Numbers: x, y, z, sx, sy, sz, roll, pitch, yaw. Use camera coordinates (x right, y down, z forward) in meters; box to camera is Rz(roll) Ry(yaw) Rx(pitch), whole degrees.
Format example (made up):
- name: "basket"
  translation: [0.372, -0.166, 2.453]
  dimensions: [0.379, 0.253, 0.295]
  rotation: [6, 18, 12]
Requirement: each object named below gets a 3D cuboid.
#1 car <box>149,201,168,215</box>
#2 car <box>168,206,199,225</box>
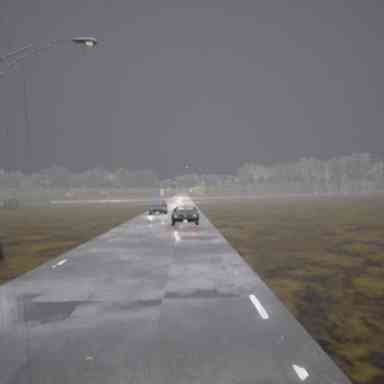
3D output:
- name: "car"
  translation: [-3.498, 1.637, 35.740]
  dimensions: [2.033, 1.411, 5.357]
  rotation: [-1, 0, -1]
- name: "car"
  translation: [-0.493, 1.640, 24.303]
  dimensions: [1.895, 1.301, 4.718]
  rotation: [-1, 0, -1]
